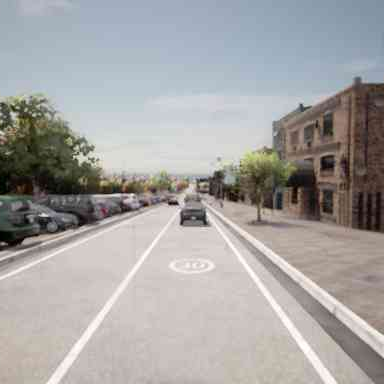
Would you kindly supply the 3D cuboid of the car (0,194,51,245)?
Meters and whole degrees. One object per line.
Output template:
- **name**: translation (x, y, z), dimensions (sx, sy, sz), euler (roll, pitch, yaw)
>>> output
- **car**: translation (-8.878, 1.178, 12.877), dimensions (5.566, 2.045, 2.435), euler (0, 0, 0)

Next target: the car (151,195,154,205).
- **car**: translation (-9.077, 1.621, 52.118), dimensions (5.366, 1.575, 1.946), euler (0, 0, 0)

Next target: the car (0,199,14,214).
- **car**: translation (-21.939, 1.517, 35.165), dimensions (5.008, 1.535, 2.097), euler (0, 0, 0)

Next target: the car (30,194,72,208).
- **car**: translation (-21.942, 1.371, 51.875), dimensions (5.566, 2.045, 2.435), euler (0, 0, 0)

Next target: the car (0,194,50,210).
- **car**: translation (-21.930, 1.311, 43.520), dimensions (5.566, 2.045, 2.435), euler (0, 0, 0)

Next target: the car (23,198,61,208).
- **car**: translation (-21.964, 1.640, 48.965), dimensions (4.674, 1.452, 2.002), euler (0, 0, 0)

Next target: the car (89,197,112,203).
- **car**: translation (-22.022, 1.858, 79.757), dimensions (4.892, 1.521, 2.231), euler (0, 0, 0)

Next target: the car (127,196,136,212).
- **car**: translation (-8.860, 1.517, 35.302), dimensions (5.008, 1.535, 2.097), euler (0, 0, 0)

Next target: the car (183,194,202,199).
- **car**: translation (0.088, 1.308, 42.012), dimensions (2.150, 2.045, 5.566), euler (0, 0, 0)

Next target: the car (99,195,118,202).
- **car**: translation (-22.060, 1.801, 88.085), dimensions (4.553, 1.767, 2.185), euler (0, 0, 0)

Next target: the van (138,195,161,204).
- **van**: translation (-8.802, 1.539, 68.939), dimensions (4.442, 1.987, 1.878), euler (0, 0, 0)

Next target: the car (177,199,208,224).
- **car**: translation (0.094, 1.501, 24.337), dimensions (1.837, 1.490, 4.892), euler (0, 0, 0)

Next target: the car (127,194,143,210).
- **car**: translation (-8.898, 1.281, 38.107), dimensions (5.566, 2.045, 2.435), euler (0, 0, 0)

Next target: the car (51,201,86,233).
- **car**: translation (-8.856, 1.439, 18.481), dimensions (4.892, 1.521, 2.231), euler (0, 0, 0)

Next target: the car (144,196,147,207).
- **car**: translation (-8.849, 1.593, 43.710), dimensions (4.792, 1.488, 2.163), euler (0, 0, 0)

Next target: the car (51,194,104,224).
- **car**: translation (-8.879, 1.197, 21.288), dimensions (5.566, 2.045, 2.435), euler (0, 0, 0)

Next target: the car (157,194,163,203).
- **car**: translation (-8.909, 1.742, 66.134), dimensions (5.008, 1.535, 2.097), euler (0, 0, 0)

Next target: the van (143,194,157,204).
- **van**: translation (-8.784, 1.445, 57.726), dimensions (4.442, 1.987, 1.878), euler (0, 0, 0)

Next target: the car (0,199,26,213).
- **car**: translation (-21.919, 1.562, 37.950), dimensions (4.792, 1.488, 2.163), euler (0, 0, 0)

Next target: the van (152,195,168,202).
- **van**: translation (-9.076, 1.752, 94.167), dimensions (4.442, 1.987, 1.878), euler (0, 0, 0)

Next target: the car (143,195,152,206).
- **car**: translation (-8.882, 1.601, 49.318), dimensions (5.008, 1.535, 2.097), euler (0, 0, 0)

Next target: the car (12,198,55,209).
- **car**: translation (-21.957, 1.582, 46.305), dimensions (5.008, 1.535, 2.097), euler (0, 0, 0)

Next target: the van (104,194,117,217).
- **van**: translation (-8.738, 1.248, 26.893), dimensions (4.442, 1.987, 1.878), euler (0, 0, 0)

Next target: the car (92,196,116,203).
- **car**: translation (-21.835, 1.877, 82.534), dimensions (5.366, 1.575, 1.946), euler (0, 0, 0)

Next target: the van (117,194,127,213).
- **van**: translation (-8.977, 1.277, 32.499), dimensions (4.442, 1.987, 1.878), euler (0, 0, 0)

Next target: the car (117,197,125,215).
- **car**: translation (-8.851, 1.490, 29.695), dimensions (4.892, 1.521, 2.231), euler (0, 0, 0)

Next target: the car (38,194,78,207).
- **car**: translation (-21.947, 1.394, 54.537), dimensions (5.566, 2.045, 2.435), euler (0, 0, 0)

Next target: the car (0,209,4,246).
- **car**: translation (-8.845, 1.431, 10.076), dimensions (4.892, 1.521, 2.231), euler (0, 0, 0)

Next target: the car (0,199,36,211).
- **car**: translation (-21.982, 1.576, 40.735), dimensions (4.792, 1.488, 2.163), euler (0, 0, 0)

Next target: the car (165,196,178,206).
- **car**: translation (-3.301, 1.814, 59.479), dimensions (1.895, 1.301, 4.718), euler (0, 0, 1)

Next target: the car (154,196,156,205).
- **car**: translation (-8.925, 1.677, 54.921), dimensions (4.792, 1.488, 2.163), euler (0, 0, 0)

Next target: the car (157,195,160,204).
- **car**: translation (-8.876, 1.724, 60.527), dimensions (4.792, 1.488, 2.163), euler (0, 0, 0)

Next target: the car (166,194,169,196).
- **car**: translation (-8.908, 1.608, 80.152), dimensions (5.566, 2.045, 2.435), euler (0, 0, 0)

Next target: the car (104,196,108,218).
- **car**: translation (-8.820, 1.334, 24.088), dimensions (4.553, 1.767, 2.185), euler (0, 0, 0)
